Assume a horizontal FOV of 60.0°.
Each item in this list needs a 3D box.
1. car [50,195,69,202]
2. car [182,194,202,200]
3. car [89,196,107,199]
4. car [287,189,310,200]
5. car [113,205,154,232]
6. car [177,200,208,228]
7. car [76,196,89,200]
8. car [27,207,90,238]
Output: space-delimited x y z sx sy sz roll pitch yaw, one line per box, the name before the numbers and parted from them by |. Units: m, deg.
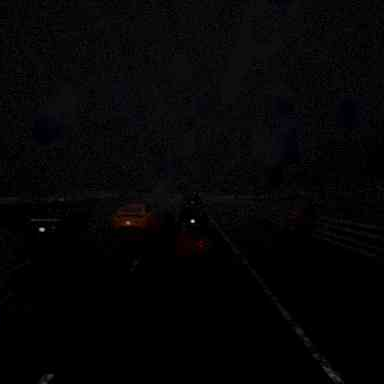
car | -24.655 1.424 62.081 2.097 1.767 4.553 0 0 0
car | 0.002 1.282 39.980 2.150 2.045 5.566 0 0 -1
car | -17.663 1.578 64.694 2.128 1.511 4.902 0 0 0
car | 20.593 0.604 64.466 2.150 2.045 5.566 0 -3 -16
car | -3.448 1.514 20.427 1.882 1.535 5.008 0 0 0
car | 0.046 1.544 22.820 1.837 1.490 4.892 0 0 0
car | -21.158 1.569 64.674 1.837 1.490 4.892 0 0 0
car | -6.942 1.523 17.820 2.128 1.511 4.902 0 0 0
